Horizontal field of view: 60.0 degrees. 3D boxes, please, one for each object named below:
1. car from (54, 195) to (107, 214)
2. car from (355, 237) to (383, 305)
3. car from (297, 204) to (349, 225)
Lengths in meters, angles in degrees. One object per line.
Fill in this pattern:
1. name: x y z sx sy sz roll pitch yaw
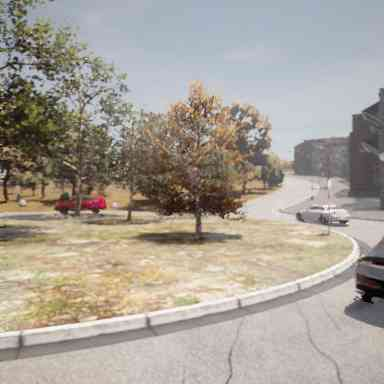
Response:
1. car: -12.349 1.396 37.072 5.566 2.045 2.150 1 -1 -15
2. car: 5.212 1.518 7.143 4.902 1.511 2.128 0 0 -43
3. car: 9.776 1.648 25.092 1.812 1.442 4.674 0 -1 -14
